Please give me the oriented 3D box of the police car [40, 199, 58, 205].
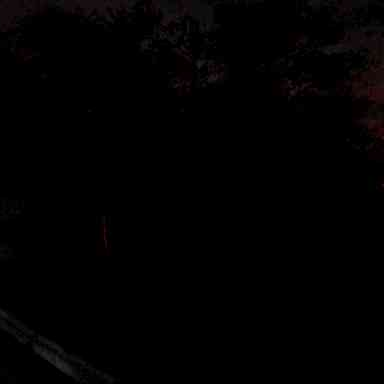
[{"bbox_3d":[-22.660,1.226,53.320,1.930,1.638,5.238,-1,1,-4],"label":"police car"}]
